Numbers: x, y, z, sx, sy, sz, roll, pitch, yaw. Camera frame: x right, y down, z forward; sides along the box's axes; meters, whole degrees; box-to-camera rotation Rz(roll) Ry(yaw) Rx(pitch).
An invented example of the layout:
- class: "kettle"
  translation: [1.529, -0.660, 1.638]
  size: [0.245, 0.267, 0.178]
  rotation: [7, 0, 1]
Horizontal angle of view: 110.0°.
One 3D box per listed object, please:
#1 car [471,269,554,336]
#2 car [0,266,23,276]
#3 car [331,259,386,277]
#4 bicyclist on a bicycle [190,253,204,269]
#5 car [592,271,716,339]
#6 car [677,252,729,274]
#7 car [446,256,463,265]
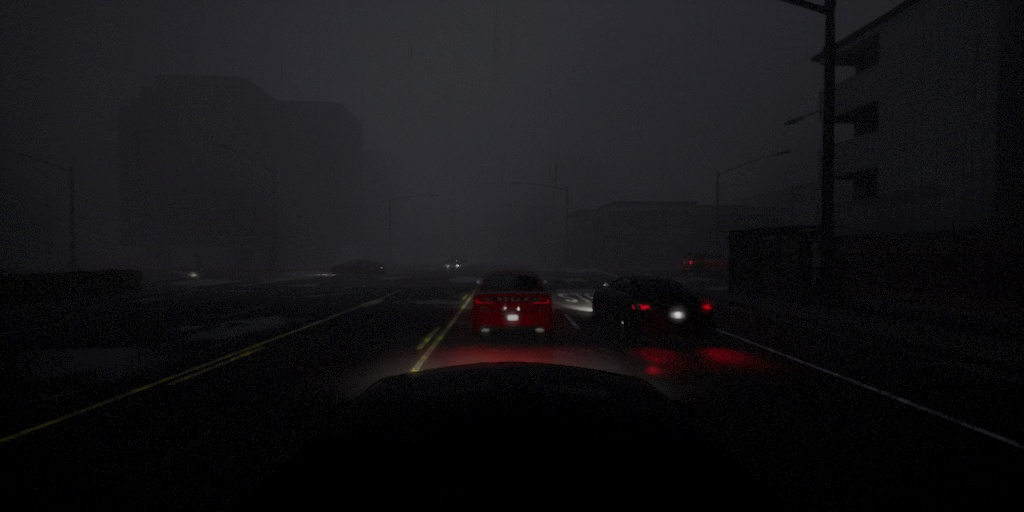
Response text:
- class: "car"
  translation: [0.000, 1.099, 9.952]
  size: [1.882, 1.535, 5.008]
  rotation: [0, 1, 0]
- class: "car"
  translation: [-38.032, 0.983, 25.313]
  size: [4.718, 1.301, 1.895]
  rotation: [0, 1, -2]
- class: "car"
  translation: [-12.457, 0.913, 29.193]
  size: [4.181, 1.385, 1.994]
  rotation: [0, 1, 11]
- class: "bicyclist on a bicycle"
  translation: [-32.047, 0.511, 36.508]
  size: [0.582, 1.620, 1.656]
  rotation: [0, 1, -2]
- class: "car"
  translation: [3.503, 1.191, 9.607]
  size: [1.994, 1.385, 4.181]
  rotation: [0, 1, 0]
- class: "car"
  translation: [15.206, 0.484, 27.372]
  size: [4.553, 1.767, 2.097]
  rotation: [-1, 1, -4]
- class: "car"
  translation: [-9.471, 0.711, 58.381]
  size: [1.837, 1.490, 4.892]
  rotation: [0, -1, -3]
